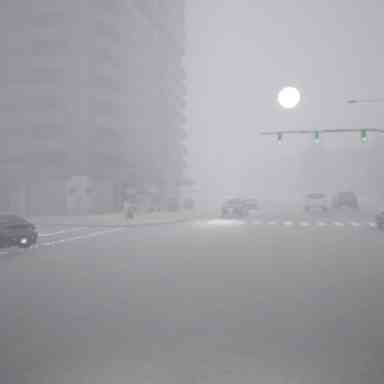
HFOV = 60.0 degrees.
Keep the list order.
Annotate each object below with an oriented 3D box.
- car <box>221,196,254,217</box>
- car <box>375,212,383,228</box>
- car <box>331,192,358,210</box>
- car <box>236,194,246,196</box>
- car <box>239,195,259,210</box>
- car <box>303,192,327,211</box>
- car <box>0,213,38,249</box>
[{"bbox_3d":[3.971,1.393,30.213,2.128,1.511,4.902,-1,0,18],"label":"car"},{"bbox_3d":[11.090,1.452,17.474,1.895,1.301,4.718,-1,0,18],"label":"car"},{"bbox_3d":[17.916,0.972,39.278,2.150,2.045,5.566,0,0,14],"label":"car"},{"bbox_3d":[8.413,1.173,54.507,2.097,1.767,4.553,-1,0,-11],"label":"car"},{"bbox_3d":[7.144,1.402,40.389,2.033,1.411,5.357,-1,0,16],"label":"car"},{"bbox_3d":[13.607,1.018,36.807,2.150,2.045,5.566,-1,0,17],"label":"car"},{"bbox_3d":[-8.479,1.607,13.479,4.892,1.490,1.837,-1,-2,25],"label":"car"}]
